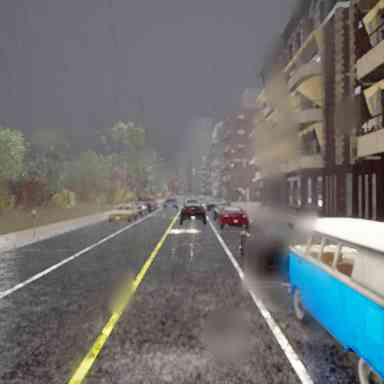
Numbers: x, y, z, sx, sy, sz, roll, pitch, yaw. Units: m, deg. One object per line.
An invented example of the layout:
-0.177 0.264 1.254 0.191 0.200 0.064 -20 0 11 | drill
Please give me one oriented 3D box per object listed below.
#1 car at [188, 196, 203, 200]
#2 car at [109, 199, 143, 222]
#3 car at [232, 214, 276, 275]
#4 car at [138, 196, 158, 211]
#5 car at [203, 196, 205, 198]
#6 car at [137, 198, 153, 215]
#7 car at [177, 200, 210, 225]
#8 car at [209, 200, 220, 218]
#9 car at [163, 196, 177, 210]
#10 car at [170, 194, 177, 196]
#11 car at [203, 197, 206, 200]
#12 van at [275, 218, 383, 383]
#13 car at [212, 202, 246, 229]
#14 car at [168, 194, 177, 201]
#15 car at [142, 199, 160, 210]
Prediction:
0.053 1.509 41.414 1.801 1.575 5.366 0 0 0 | car
-5.338 1.556 26.350 1.752 1.417 4.829 1 0 0 | car
2.561 1.576 10.289 1.947 1.339 4.313 1 0 0 | car
-5.349 1.362 37.828 2.192 1.841 5.009 1 0 0 | car
2.477 1.672 82.410 2.008 1.369 4.403 1 0 0 | car
-5.345 1.589 32.175 2.008 1.369 4.403 1 0 0 | car
0.072 1.527 24.478 1.837 1.490 4.892 0 -2 0 | car
2.541 1.596 27.272 1.947 1.339 4.313 1 0 0 | car
-2.820 1.582 44.933 1.812 1.442 4.674 0 0 0 | car
-5.402 1.666 81.597 1.887 1.381 4.507 1 0 0 | car
2.528 1.613 38.594 1.947 1.339 4.313 1 0 0 | car
2.569 1.345 4.628 1.690 1.788 3.998 1 0 0 | van
2.548 1.568 21.611 1.887 1.381 4.507 1 0 0 | car
-5.413 1.460 92.950 2.192 1.841 5.009 1 0 0 | car
-5.358 1.637 43.482 1.802 1.307 4.206 1 0 0 | car
